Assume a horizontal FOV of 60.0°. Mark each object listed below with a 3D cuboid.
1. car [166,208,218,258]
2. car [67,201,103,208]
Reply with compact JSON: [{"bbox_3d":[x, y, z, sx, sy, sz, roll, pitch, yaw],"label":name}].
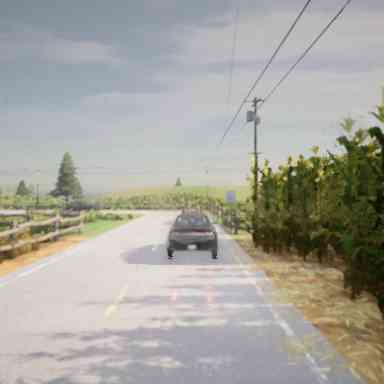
[{"bbox_3d":[0.019,1.642,13.477,2.128,1.511,4.902,0,0,0],"label":"car"},{"bbox_3d":[-14.355,1.997,44.547,4.892,1.490,1.837,-1,-1,6],"label":"car"}]
